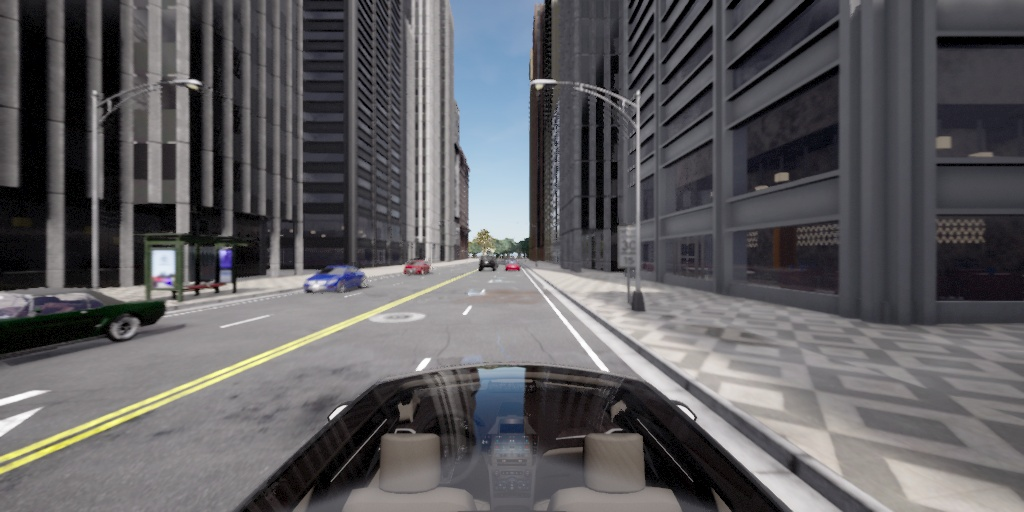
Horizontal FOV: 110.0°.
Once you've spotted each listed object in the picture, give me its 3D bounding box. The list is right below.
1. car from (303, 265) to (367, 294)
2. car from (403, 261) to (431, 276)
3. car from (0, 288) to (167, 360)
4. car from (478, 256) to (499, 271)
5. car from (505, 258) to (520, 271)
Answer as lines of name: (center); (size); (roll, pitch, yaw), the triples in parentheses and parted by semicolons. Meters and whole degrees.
car: (-9.844, 1.267, 20.366); (1.812, 1.442, 4.674); (0, 0, 0)
car: (-9.794, 1.217, 37.365); (1.882, 1.535, 5.008); (0, 0, 0)
car: (-9.847, 1.348, 6.987); (1.895, 1.301, 4.718); (0, 0, 0)
car: (-3.212, 0.963, 47.917); (2.150, 2.045, 5.566); (0, 0, 0)
car: (0.092, 1.306, 48.122); (1.994, 1.385, 4.181); (0, 0, 0)
